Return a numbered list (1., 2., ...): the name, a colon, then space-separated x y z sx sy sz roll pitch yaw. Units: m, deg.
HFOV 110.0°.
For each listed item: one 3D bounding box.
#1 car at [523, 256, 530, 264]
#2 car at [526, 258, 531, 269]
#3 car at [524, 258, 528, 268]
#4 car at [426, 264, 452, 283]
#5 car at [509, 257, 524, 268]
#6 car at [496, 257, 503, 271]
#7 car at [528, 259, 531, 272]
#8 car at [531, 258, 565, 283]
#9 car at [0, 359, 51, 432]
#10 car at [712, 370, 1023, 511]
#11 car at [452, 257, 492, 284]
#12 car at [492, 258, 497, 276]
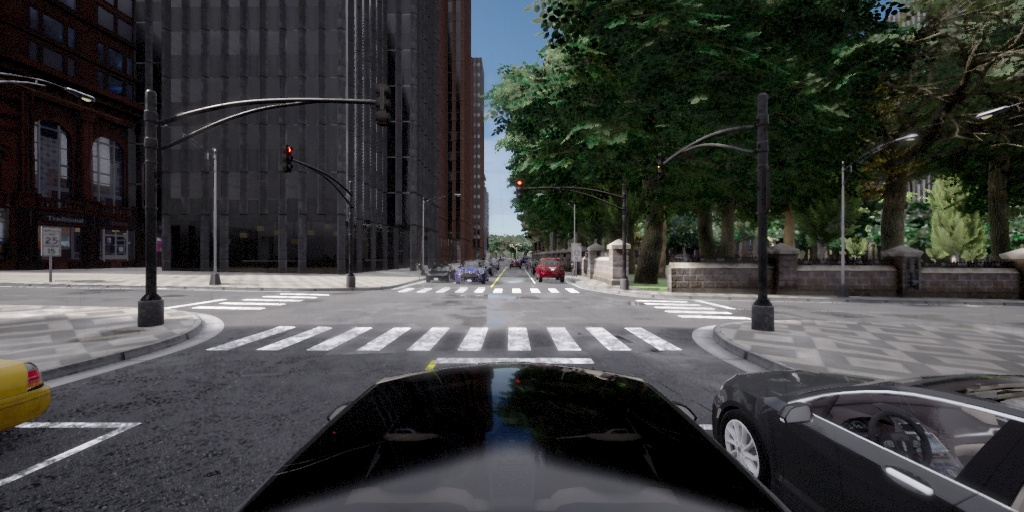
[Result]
1. car: 3.188 1.230 55.689 1.967 1.591 4.097 0 0 0
2. car: 3.101 1.329 44.776 2.007 1.370 4.403 0 0 0
3. car: 3.145 1.335 50.233 2.007 1.370 4.403 0 0 0
4. car: -5.553 1.326 28.466 1.948 1.339 4.313 0 0 0
5. car: 0.549 1.322 60.224 1.812 1.442 4.674 0 0 0
6. car: -2.709 1.276 49.869 2.128 1.511 4.902 0 0 1
7. car: 3.058 1.338 39.320 1.948 1.339 4.313 0 0 0
8. car: 2.972 1.075 28.408 2.192 1.841 5.009 0 0 0
9. car: -5.766 1.275 1.632 1.751 1.417 4.829 0 0 0
10. car: 2.760 1.300 1.744 2.007 1.370 4.403 0 0 0
11. car: -2.903 1.111 26.869 2.097 1.767 4.553 0 0 0
12. car: -2.823 1.274 37.003 1.837 1.490 4.892 0 0 1
